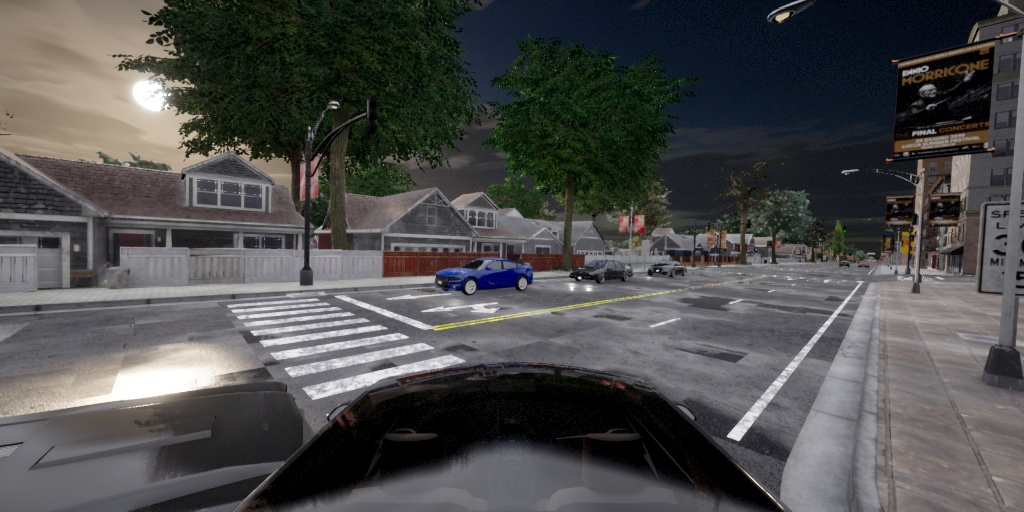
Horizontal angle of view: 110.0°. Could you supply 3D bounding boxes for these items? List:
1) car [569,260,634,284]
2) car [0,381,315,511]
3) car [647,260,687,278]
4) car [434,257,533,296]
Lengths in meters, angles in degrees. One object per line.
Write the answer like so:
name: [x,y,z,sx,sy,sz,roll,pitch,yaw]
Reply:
car: [5.987,0.945,23.378,5.357,1.411,2.033,0,2,-44]
car: [-3.308,1.294,1.244,4.718,1.301,1.895,1,2,-34]
car: [13.163,1.015,30.321,4.181,1.385,1.994,0,2,-45]
car: [-1.159,0.825,16.437,5.008,1.535,1.882,0,2,-44]
